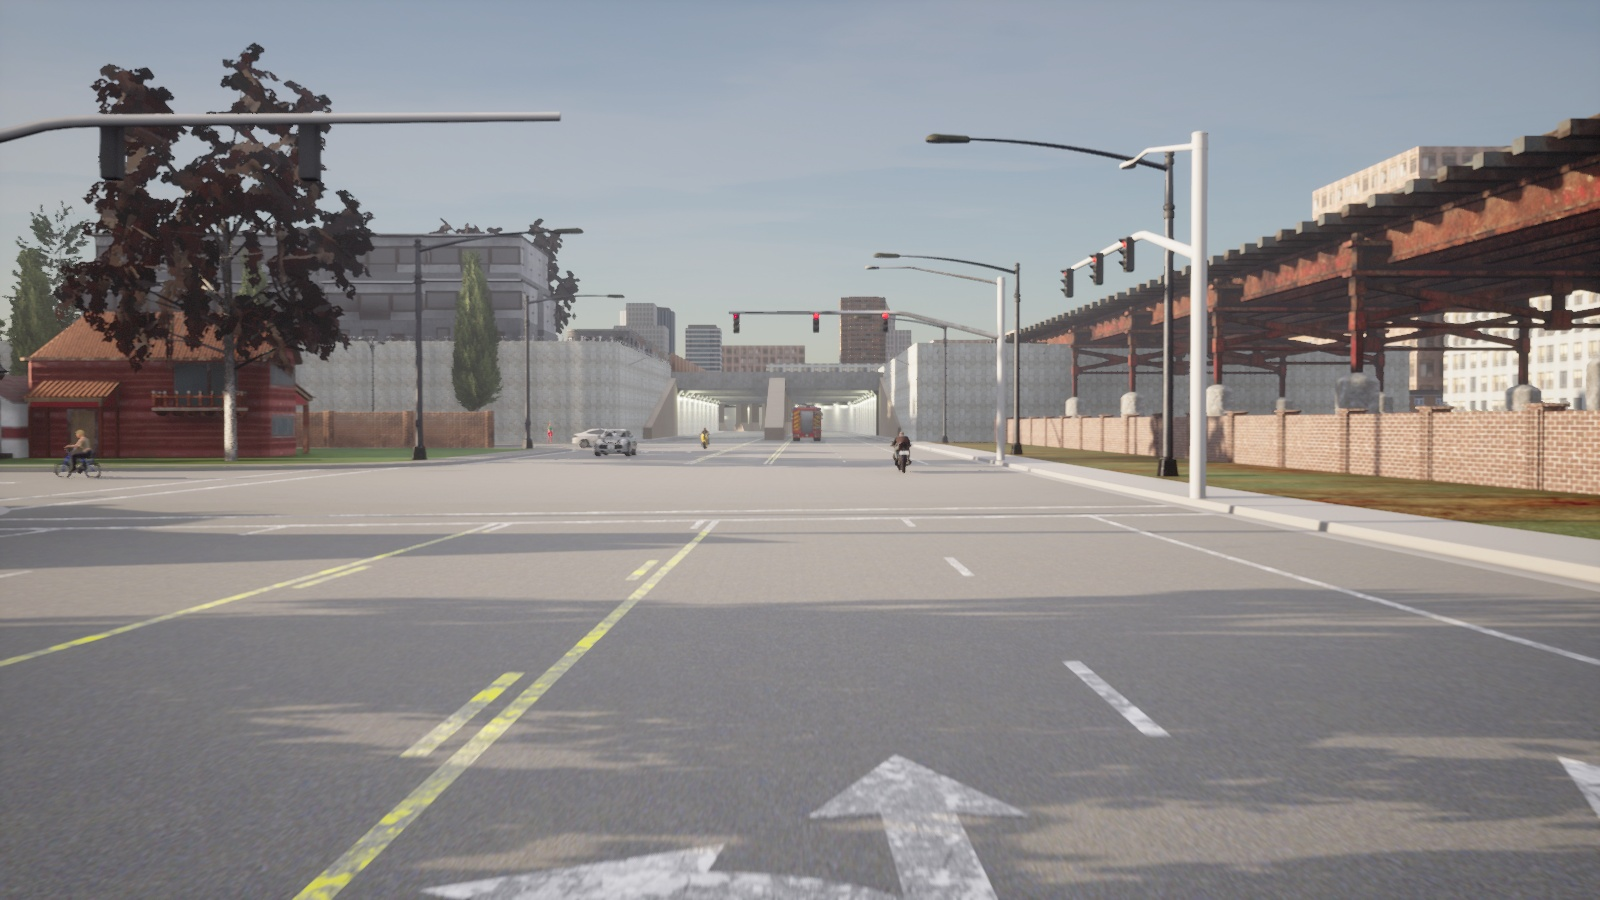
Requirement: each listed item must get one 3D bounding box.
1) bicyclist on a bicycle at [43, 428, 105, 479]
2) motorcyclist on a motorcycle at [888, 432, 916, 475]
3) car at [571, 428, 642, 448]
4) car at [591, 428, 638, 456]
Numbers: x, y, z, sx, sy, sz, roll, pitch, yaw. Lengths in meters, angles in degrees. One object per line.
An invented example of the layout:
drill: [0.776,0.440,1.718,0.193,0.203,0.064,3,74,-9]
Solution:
bicyclist on a bicycle: [-23.687,0.108,40.968,1.509,1.612,0.866,0,1,-1]
motorcyclist on a motorcycle: [3.765,0.104,46.402,0.866,1.530,2.191,0,1,0]
car: [-13.833,-0.855,89.752,4.674,1.442,1.812,0,1,7]
car: [-10.111,-0.459,68.754,1.970,1.475,3.806,0,1,0]
